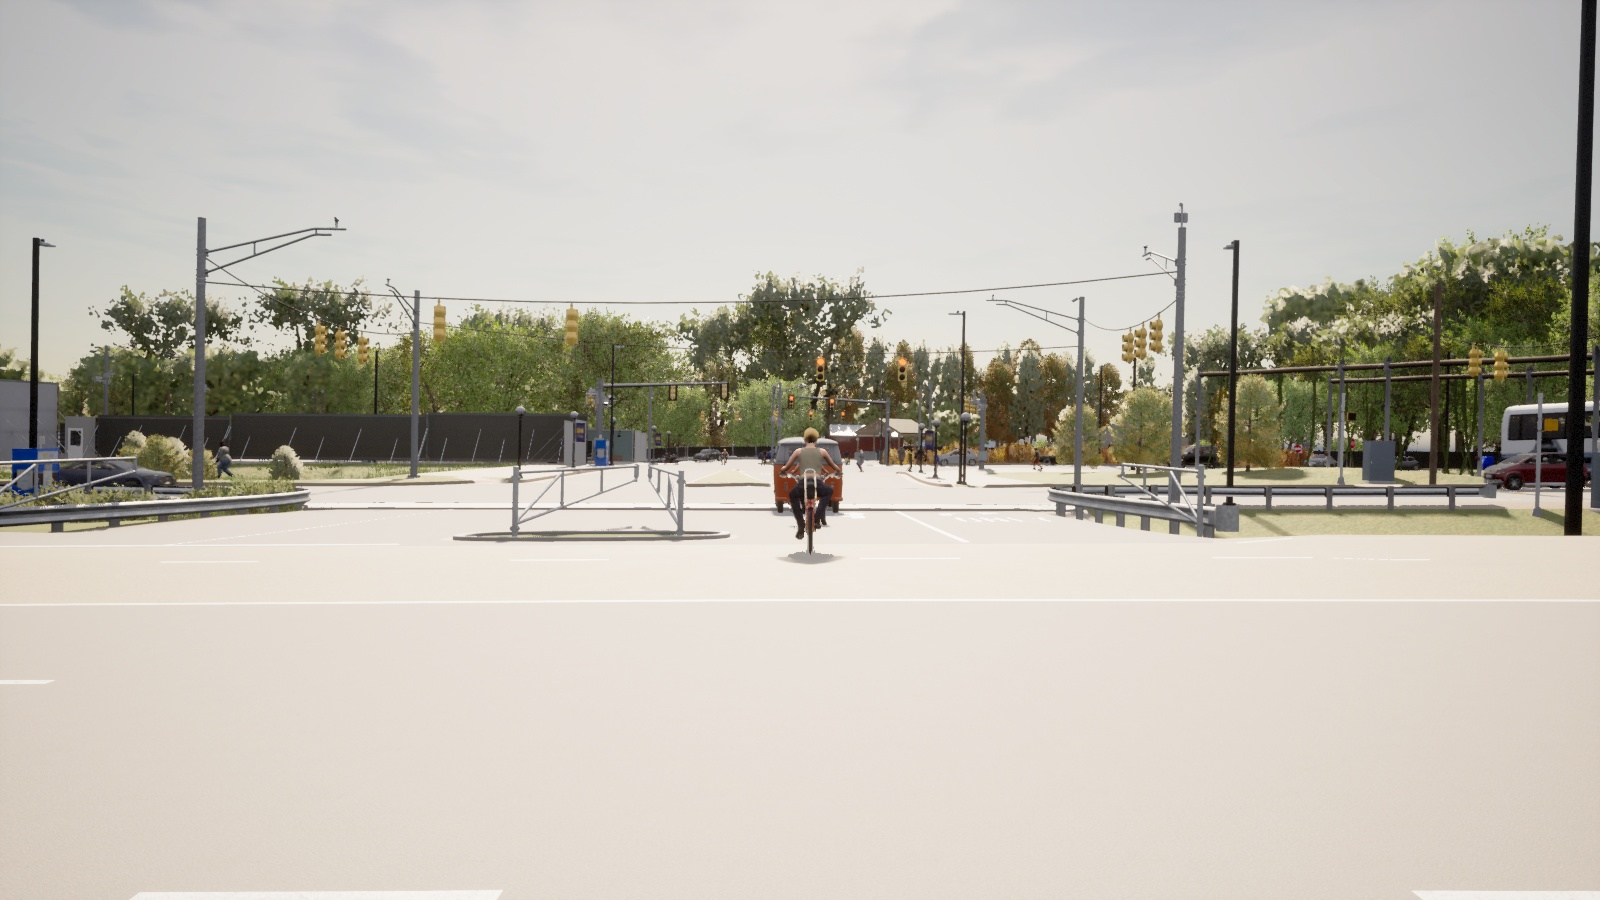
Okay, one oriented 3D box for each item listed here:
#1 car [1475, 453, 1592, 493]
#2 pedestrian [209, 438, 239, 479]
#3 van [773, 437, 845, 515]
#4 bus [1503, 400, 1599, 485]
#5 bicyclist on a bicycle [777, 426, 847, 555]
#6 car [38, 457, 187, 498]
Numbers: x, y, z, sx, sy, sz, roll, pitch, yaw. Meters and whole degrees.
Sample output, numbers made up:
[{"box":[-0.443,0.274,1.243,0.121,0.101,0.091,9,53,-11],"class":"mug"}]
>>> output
[{"box":[29.982,0.927,51.397,3.705,1.549,1.789,0,1,0],"class":"car"},{"box":[-26.466,0.401,57.717,0.900,1.855,0.874,1,1,1],"class":"pedestrian"},{"box":[0.182,0.643,34.256,1.775,1.987,4.442,0,1,-2],"class":"van"},{"box":[42.012,-0.362,64.161,3.944,4.253,10.273,1,-2,-25],"class":"bus"},{"box":[0.156,0.526,16.409,0.866,1.612,1.509,0,-2,1],"class":"bicyclist on a bicycle"},{"box":[-24.372,0.958,44.619,4.181,1.385,1.994,0,1,0],"class":"car"}]
